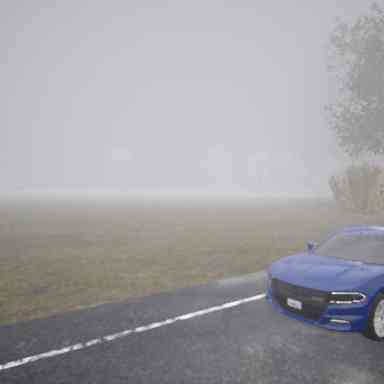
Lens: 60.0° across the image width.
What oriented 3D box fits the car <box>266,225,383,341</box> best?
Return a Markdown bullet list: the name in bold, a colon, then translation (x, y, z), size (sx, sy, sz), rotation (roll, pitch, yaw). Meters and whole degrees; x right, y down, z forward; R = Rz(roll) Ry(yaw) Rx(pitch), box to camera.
- **car**: translation (3.601, 1.448, 6.639), size (5.008, 1.535, 1.882), rotation (0, 0, -36)
